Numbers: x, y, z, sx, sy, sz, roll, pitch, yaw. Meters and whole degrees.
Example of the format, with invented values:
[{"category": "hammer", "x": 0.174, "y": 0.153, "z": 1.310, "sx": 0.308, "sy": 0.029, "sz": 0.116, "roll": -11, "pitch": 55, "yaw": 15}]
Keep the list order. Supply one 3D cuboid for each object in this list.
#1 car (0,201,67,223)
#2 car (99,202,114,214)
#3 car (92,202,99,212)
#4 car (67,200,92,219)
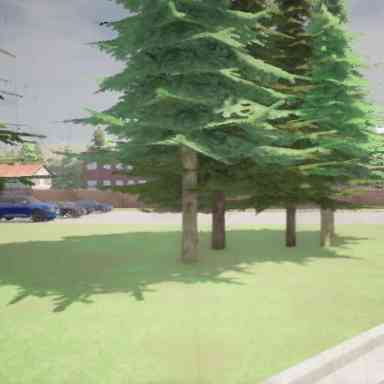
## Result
[{"category": "car", "x": -12.950, "y": 1.241, "z": 25.384, "sx": 5.566, "sy": 2.045, "sz": 2.150, "roll": -1, "pitch": 0, "yaw": 3}, {"category": "car", "x": -10.779, "y": 1.537, "z": 35.776, "sx": 4.674, "sy": 1.442, "sz": 1.812, "roll": 0, "pitch": 0, "yaw": 3}, {"category": "car", "x": -11.947, "y": 1.615, "z": 32.337, "sx": 4.718, "sy": 1.301, "sz": 1.895, "roll": 0, "pitch": 0, "yaw": 3}, {"category": "car", "x": -11.600, "y": 1.520, "z": 28.810, "sx": 4.892, "sy": 1.490, "sz": 1.837, "roll": -1, "pitch": 0, "yaw": 3}]
